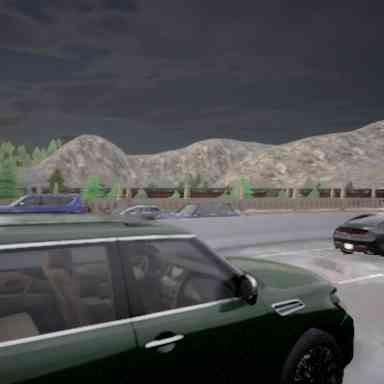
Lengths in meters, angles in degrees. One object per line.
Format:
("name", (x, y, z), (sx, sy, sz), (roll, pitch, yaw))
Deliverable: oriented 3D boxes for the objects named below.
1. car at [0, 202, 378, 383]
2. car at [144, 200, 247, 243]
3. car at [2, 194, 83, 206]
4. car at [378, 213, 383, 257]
("car", (-0.857, 1.206, 3.035), (5.566, 2.045, 2.150), (0, 0, -34))
("car", (0.216, 1.306, 16.197), (4.553, 1.767, 2.097), (0, 0, -29))
("car", (-8.867, 1.121, 18.898), (5.566, 2.045, 2.150), (0, 0, -33))
("car", (7.178, 1.508, 11.843), (4.892, 1.490, 1.837), (0, 0, -28))
